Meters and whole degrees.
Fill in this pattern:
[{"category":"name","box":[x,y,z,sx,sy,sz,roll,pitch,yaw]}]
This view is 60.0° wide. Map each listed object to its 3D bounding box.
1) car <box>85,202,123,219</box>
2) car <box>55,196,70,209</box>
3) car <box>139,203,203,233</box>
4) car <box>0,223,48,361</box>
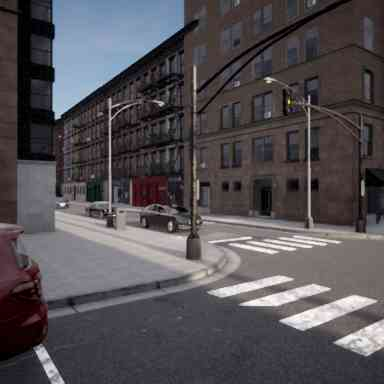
[{"category":"car","box":[-7.314,1.483,27.755,1.895,1.301,4.718,0,0,-35]},{"category":"car","box":[-16.315,1.304,40.419,2.128,1.511,4.902,0,0,-35]},{"category":"car","box":[-1.321,1.435,19.345,1.837,1.490,4.892,0,0,-37]},{"category":"car","box":[-4.107,1.316,3.261,5.009,1.841,2.192,0,0,-35]}]
